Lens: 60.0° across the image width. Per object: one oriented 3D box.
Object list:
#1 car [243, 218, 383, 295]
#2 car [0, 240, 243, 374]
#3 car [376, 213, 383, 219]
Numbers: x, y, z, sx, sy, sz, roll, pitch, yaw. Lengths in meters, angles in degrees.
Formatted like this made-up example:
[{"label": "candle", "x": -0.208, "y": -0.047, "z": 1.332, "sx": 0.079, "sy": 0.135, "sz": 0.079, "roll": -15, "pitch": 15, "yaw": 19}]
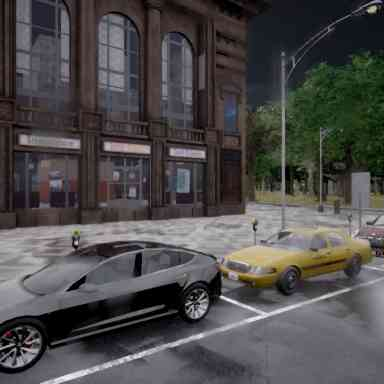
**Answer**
[{"label": "car", "x": 2.861, "y": 1.525, "z": 8.691, "sx": 4.829, "sy": 1.417, "sz": 1.752, "roll": 0, "pitch": 0, "yaw": -36}, {"label": "car", "x": -1.427, "y": 1.566, "z": 5.631, "sx": 4.313, "sy": 1.339, "sz": 1.947, "roll": 0, "pitch": 0, "yaw": -36}, {"label": "car", "x": 7.425, "y": 1.441, "z": 11.948, "sx": 4.097, "sy": 1.590, "sz": 1.967, "roll": 0, "pitch": 0, "yaw": -36}]
